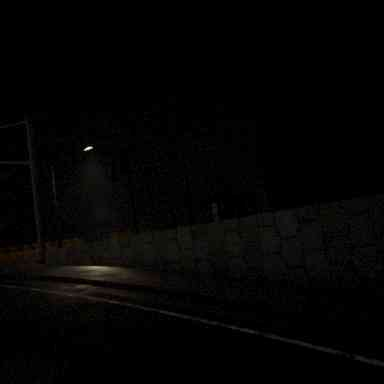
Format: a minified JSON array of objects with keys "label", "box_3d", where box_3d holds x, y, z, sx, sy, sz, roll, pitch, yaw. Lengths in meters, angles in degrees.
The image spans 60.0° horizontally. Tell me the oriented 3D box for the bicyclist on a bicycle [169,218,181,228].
[{"label":"bicyclist on a bicycle","box_3d":[-1.338,2.917,27.293,1.656,1.620,0.582,-14,-8,36]}]
